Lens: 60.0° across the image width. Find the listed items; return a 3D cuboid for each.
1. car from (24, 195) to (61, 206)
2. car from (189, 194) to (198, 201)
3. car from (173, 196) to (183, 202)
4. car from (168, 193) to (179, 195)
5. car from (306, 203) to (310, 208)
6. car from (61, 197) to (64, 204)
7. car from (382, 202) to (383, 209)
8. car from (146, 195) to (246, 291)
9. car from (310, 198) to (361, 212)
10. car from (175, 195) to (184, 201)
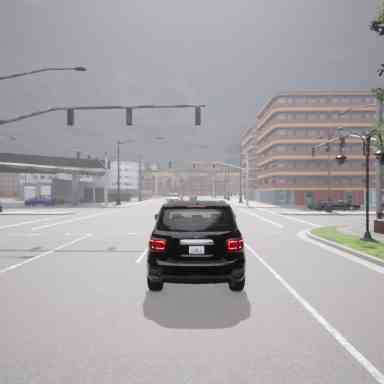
[{"bbox_3d":[-23.263,1.295,51.115,4.611,1.667,2.242,0,0,1],"label":"car"},{"bbox_3d":[0.287,1.372,81.202,2.128,1.511,4.902,0,0,0],"label":"car"},{"bbox_3d":[-3.168,1.540,75.151,2.033,1.411,5.357,0,0,0],"label":"car"},{"bbox_3d":[-3.066,1.221,54.541,2.150,2.045,5.566,0,0,2],"label":"car"},{"bbox_3d":[16.723,1.505,41.148,4.892,1.490,1.837,0,0,1],"label":"car"},{"bbox_3d":[-23.974,1.456,56.867,3.806,1.475,1.970,0,0,1],"label":"car"},{"bbox_3d":[25.895,1.352,41.061,4.553,1.767,2.097,0,0,0],"label":"car"},{"bbox_3d":[0.095,1.221,9.164,2.150,2.045,5.566,0,0,0],"label":"car"},{"bbox_3d":[16.337,1.601,37.672,4.718,1.301,1.895,0,0,-3],"label":"car"},{"bbox_3d":[-3.244,1.514,85.480,2.128,1.511,4.902,0,0,0],"label":"car"}]
